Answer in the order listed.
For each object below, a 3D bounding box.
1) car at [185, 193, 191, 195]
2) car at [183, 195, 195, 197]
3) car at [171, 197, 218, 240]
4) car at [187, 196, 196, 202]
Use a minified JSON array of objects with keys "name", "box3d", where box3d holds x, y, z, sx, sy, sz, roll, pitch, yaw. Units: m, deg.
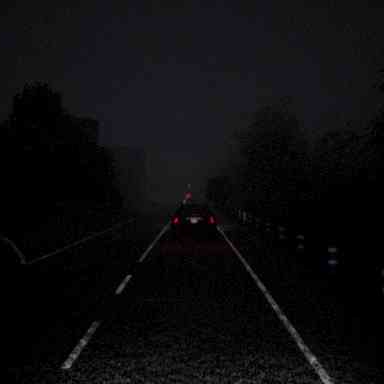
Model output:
[{"name":"car","box3d":[0.004,1.701,75.039,2.097,1.767,4.553,0,0,0]},{"name":"car","box3d":[0.048,1.698,54.453,2.128,1.511,4.902,0,0,1]},{"name":"car","box3d":[0.100,1.308,16.628,2.097,1.767,4.553,0,0,0]},{"name":"car","box3d":[-0.284,1.923,90.786,1.895,1.301,4.718,-1,1,-7]}]
